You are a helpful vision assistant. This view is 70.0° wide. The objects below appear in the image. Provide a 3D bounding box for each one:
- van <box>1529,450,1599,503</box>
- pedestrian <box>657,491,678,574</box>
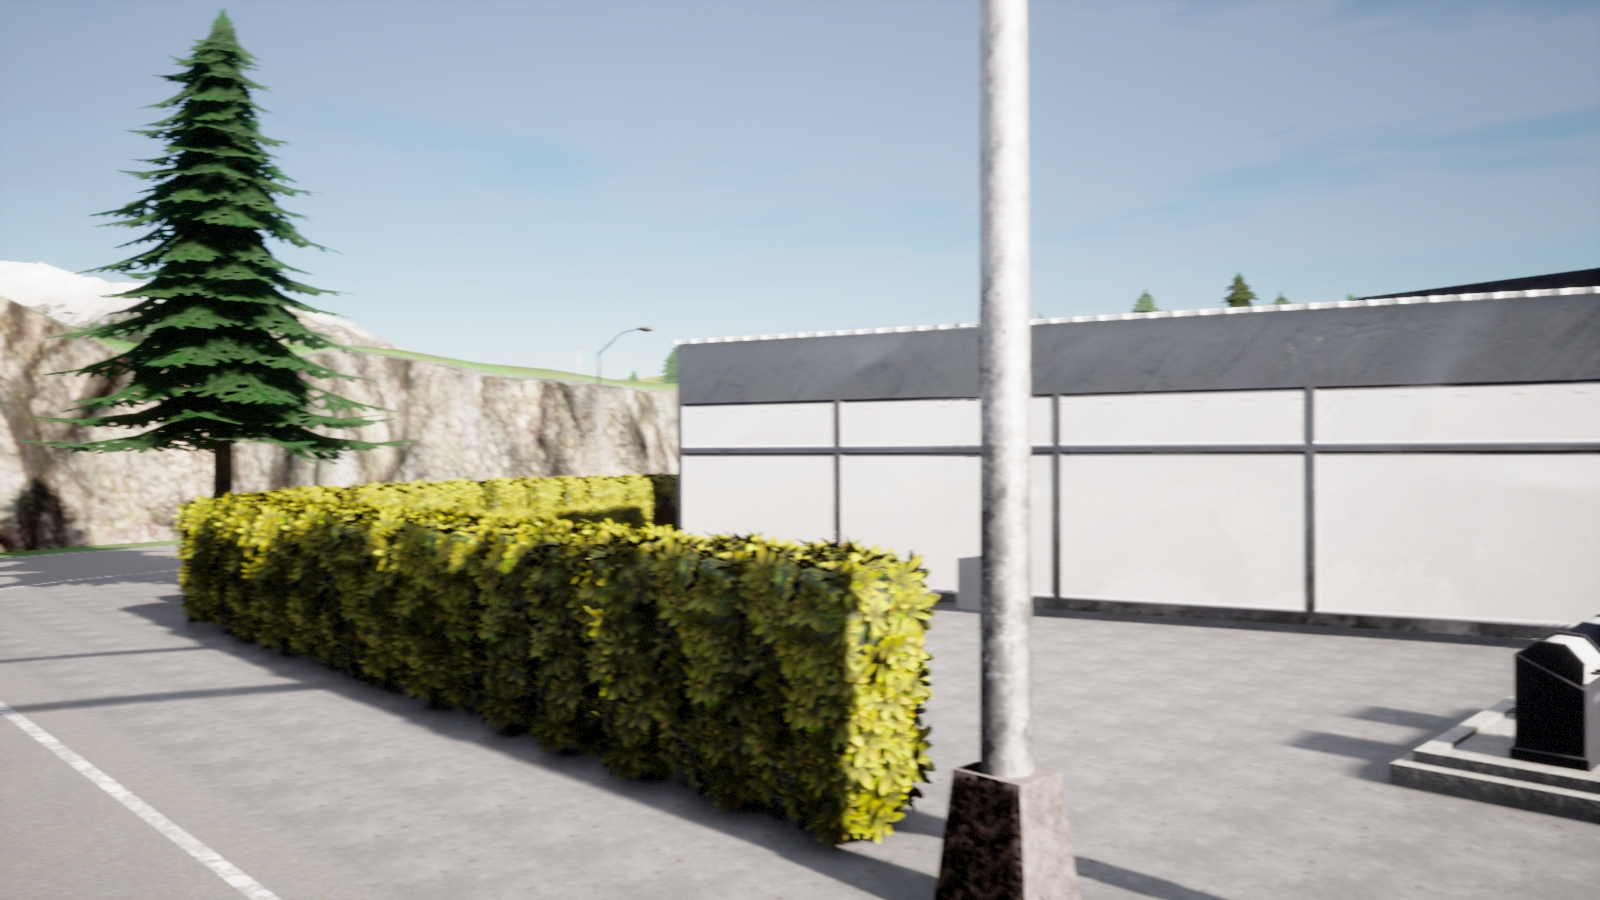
[{"bbox_3d":[40.677,1.331,59.694,1.988,2.561,5.915,0,0,7],"label":"van"},{"bbox_3d":[-2.990,1.852,25.765,0.375,1.860,0.375,0,0,7],"label":"pedestrian"}]
